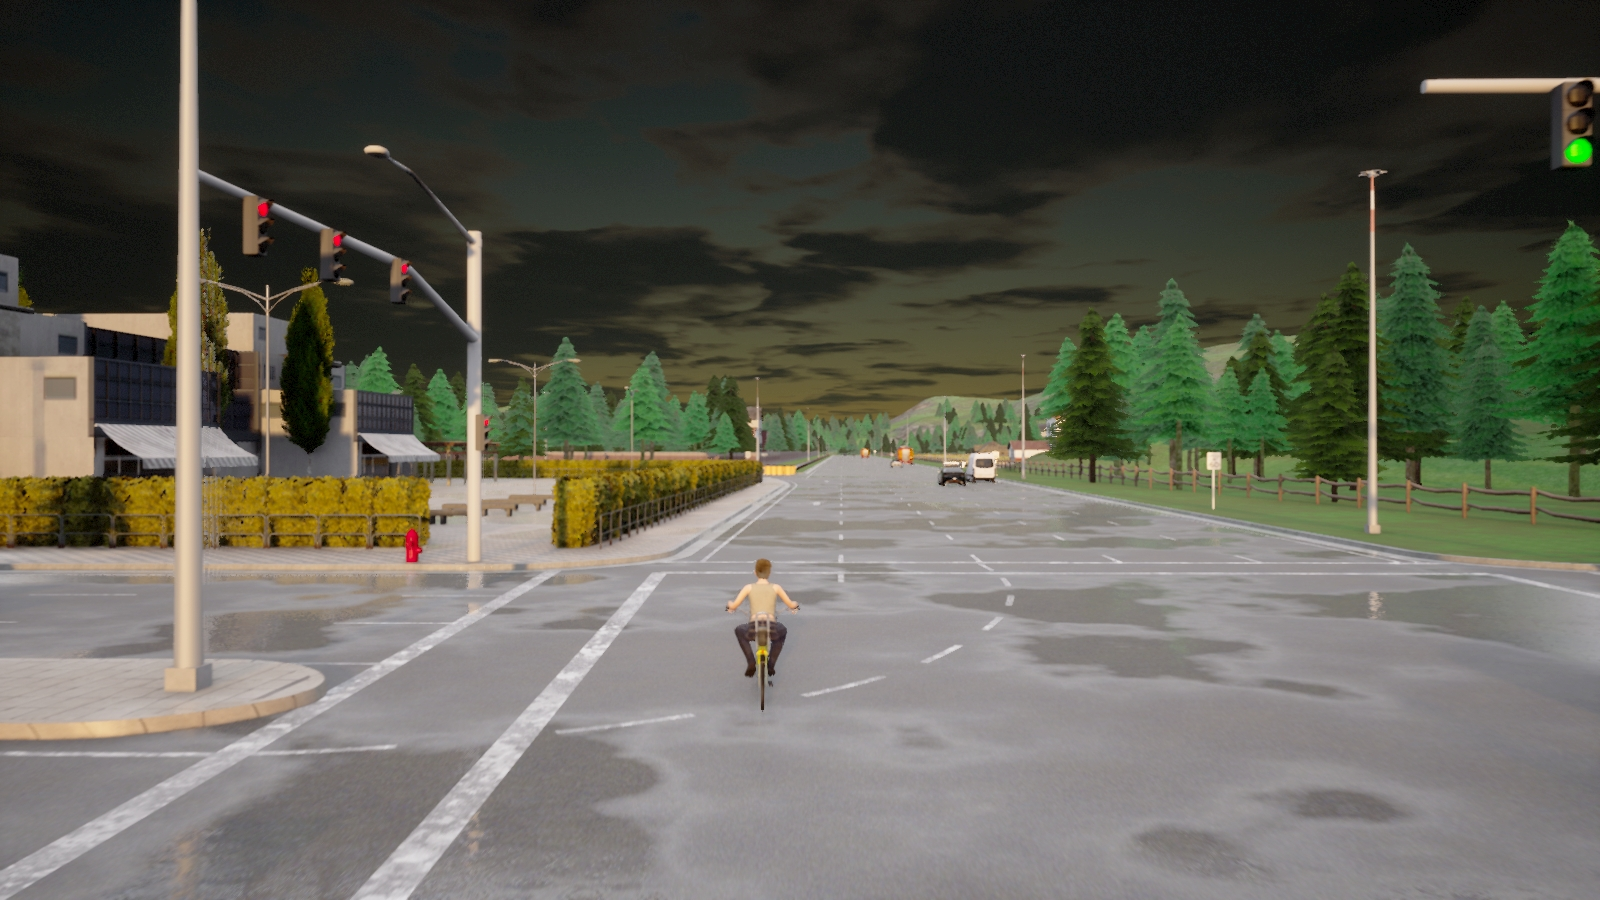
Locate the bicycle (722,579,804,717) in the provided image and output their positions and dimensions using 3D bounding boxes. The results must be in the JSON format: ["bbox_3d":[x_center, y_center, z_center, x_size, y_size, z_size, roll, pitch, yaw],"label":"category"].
[{"bbox_3d":[-0.416,2.164,12.765,0.859,1.276,1.487,0,0,-2],"label":"bicycle"}]
